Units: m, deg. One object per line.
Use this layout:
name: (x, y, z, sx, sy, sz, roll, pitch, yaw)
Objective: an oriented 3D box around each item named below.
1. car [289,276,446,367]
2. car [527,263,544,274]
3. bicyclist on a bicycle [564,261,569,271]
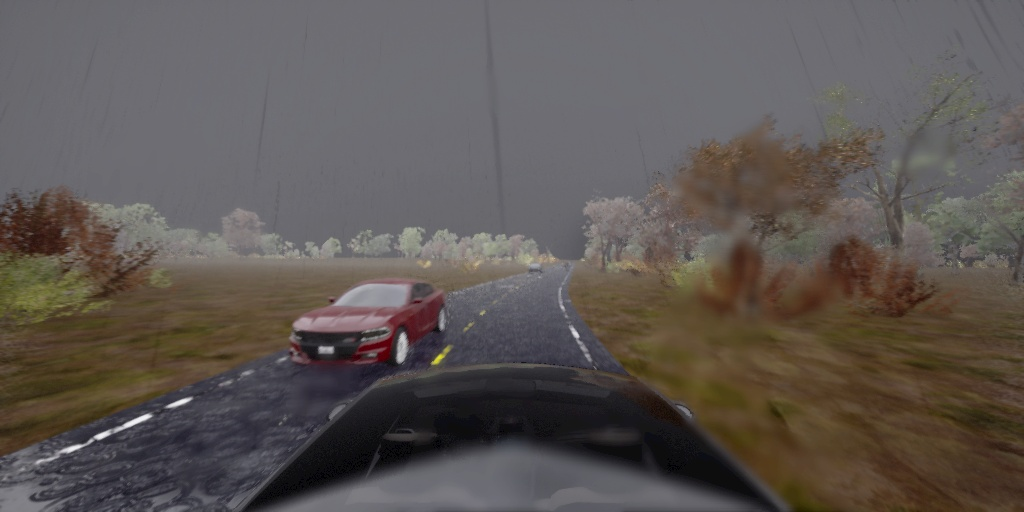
car: (-2.874, 1.265, 8.270, 1.882, 1.535, 5.008, 0, -1, 3)
car: (3.385, 1.704, 50.957, 1.882, 1.535, 5.008, 0, -1, 11)
bicyclist on a bicycle: (9.426, 1.831, 62.566, 0.582, 1.620, 1.656, 0, -1, 10)
